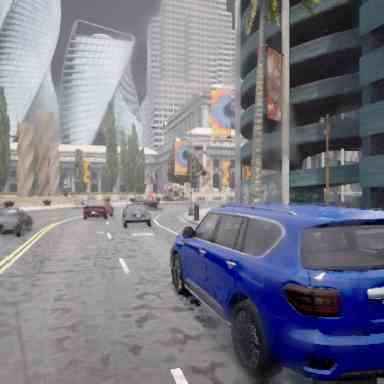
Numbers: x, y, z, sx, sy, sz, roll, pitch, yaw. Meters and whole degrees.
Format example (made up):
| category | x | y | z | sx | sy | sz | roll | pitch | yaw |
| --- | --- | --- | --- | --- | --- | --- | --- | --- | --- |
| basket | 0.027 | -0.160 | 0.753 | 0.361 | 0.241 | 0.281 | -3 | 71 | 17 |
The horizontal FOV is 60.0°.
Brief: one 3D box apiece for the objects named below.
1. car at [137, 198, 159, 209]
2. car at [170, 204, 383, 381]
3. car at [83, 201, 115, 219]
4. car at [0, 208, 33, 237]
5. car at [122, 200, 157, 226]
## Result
| category | x | y | z | sx | sy | sz | roll | pitch | yaw |
| --- | --- | --- | --- | --- | --- | --- | --- | --- | --- |
| car | -5.835 | 1.490 | 42.758 | 2.128 | 1.511 | 4.902 | 0 | 0 | 19 |
| car | 1.211 | 1.222 | 5.854 | 2.150 | 2.045 | 5.566 | 0 | 0 | -17 |
| car | -7.961 | 1.477 | 28.793 | 1.882 | 1.535 | 5.008 | 0 | 0 | -4 |
| car | -9.719 | 1.563 | 17.449 | 1.994 | 1.385 | 4.181 | 0 | 0 | -15 |
| car | -3.882 | 1.547 | 23.229 | 2.033 | 1.411 | 5.357 | 0 | 0 | -12 |
